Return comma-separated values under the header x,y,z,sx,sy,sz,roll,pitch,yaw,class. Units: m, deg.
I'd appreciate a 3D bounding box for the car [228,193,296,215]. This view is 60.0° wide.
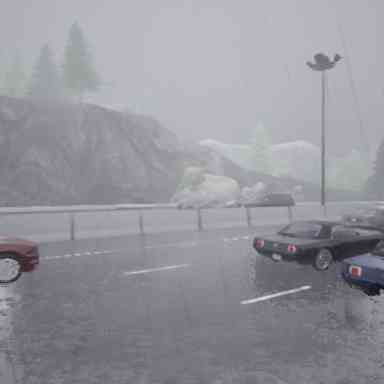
x,y,z,sx,sy,sz,roll,pitch,yaw,class
6.149,1.118,27.850,5.566,2.045,2.150,0,0,-27,car

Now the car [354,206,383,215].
x,y,z,sx,sy,sz,roll,pitch,yaw,class
10.464,1.473,18.085,5.357,1.411,2.033,0,0,-27,car

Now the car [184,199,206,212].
x,y,z,sx,sy,sz,roll,pitch,yaw,class
1.786,1.444,33.461,4.181,1.385,1.994,0,0,-28,car

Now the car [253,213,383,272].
x,y,z,sx,sy,sz,roll,pitch,yaw,class
4.311,1.559,10.588,4.718,1.301,1.895,0,0,-31,car

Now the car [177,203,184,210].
x,y,z,sx,sy,sz,roll,pitch,yaw,class
0.446,1.434,36.709,4.181,1.385,1.994,0,0,-27,car

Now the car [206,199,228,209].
x,y,z,sx,sy,sz,roll,pitch,yaw,class
4.009,1.413,30.679,4.674,1.442,1.812,0,0,-27,car

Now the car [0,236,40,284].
x,y,z,sx,sy,sz,roll,pitch,yaw,class
-6.279,1.455,7.762,5.008,1.535,1.882,0,0,-36,car

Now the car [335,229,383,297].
x,y,z,sx,sy,sz,roll,pitch,yaw,class
5.447,1.570,7.185,4.718,1.301,1.895,0,0,-32,car
